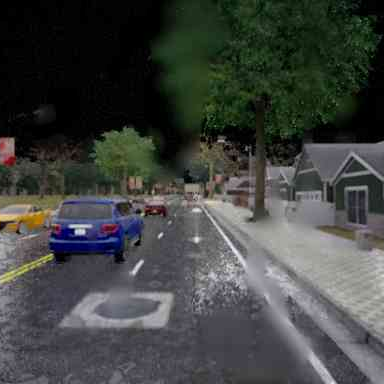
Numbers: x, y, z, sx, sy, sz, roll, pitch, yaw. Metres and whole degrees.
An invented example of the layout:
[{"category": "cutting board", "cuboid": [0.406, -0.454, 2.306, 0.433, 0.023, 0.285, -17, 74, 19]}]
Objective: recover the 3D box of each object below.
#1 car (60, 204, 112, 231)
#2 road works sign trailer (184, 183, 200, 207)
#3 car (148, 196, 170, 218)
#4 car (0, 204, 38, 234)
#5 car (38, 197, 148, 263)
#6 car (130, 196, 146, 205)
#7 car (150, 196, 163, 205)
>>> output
[{"category": "car", "cuboid": [-6.589, 1.544, 21.228, 1.994, 1.385, 4.181, 0, 0, 0]}, {"category": "road works sign trailer", "cuboid": [0.017, 0.451, 50.363, 2.380, 3.560, 2.880, 0, 0, 0]}, {"category": "car", "cuboid": [-3.140, 1.455, 30.447, 1.882, 1.535, 5.008, 0, 0, 0]}, {"category": "car", "cuboid": [-9.841, 1.458, 19.110, 1.882, 1.535, 5.008, 0, 0, 0]}, {"category": "car", "cuboid": [-3.146, 1.208, 12.051, 2.150, 2.045, 5.566, 0, 0, 0]}, {"category": "car", "cuboid": [-9.755, 1.545, 60.192, 2.033, 1.411, 5.357, 0, 0, 1]}, {"category": "car", "cuboid": [-6.513, 1.477, 61.979, 1.882, 1.535, 5.008, 0, 0, 1]}]
